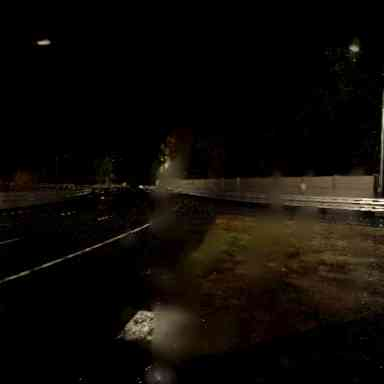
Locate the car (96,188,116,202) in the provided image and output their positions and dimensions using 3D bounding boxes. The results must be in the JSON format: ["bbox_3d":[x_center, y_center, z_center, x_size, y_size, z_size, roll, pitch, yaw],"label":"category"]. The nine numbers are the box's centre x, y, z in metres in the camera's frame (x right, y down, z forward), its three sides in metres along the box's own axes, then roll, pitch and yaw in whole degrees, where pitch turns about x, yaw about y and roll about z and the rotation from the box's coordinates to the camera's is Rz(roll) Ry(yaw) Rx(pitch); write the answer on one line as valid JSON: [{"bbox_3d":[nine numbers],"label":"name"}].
[{"bbox_3d":[-10.275,0.341,39.745,1.837,1.490,4.892,1,1,-6],"label":"car"}]

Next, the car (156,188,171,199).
[{"bbox_3d":[-4.204,0.207,48.821,2.128,1.511,4.902,1,1,-9],"label":"car"}]

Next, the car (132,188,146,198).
[{"bbox_3d":[-7.923,0.126,50.060,1.837,1.490,4.892,1,1,-9],"label":"car"}]
